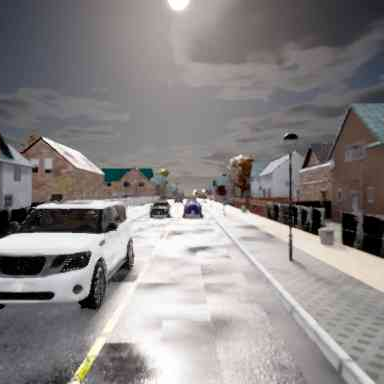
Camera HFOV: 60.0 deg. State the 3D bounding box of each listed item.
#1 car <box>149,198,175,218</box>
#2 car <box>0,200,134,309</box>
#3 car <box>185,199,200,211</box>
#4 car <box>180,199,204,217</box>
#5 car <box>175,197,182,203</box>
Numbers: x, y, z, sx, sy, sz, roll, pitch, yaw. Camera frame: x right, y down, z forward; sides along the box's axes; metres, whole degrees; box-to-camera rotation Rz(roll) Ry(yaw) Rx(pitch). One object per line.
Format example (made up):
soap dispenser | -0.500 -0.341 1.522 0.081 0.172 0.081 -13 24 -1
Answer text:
car | -2.881 1.577 31.186 1.837 1.490 4.892 0 0 0
car | -2.854 1.235 8.218 2.150 2.045 5.566 0 0 0
car | 0.054 1.644 43.287 1.812 1.442 4.674 0 0 0
car | 0.068 1.598 31.910 1.812 1.442 4.674 0 0 0
car | -2.826 1.763 71.454 1.812 1.442 4.674 0 0 0
